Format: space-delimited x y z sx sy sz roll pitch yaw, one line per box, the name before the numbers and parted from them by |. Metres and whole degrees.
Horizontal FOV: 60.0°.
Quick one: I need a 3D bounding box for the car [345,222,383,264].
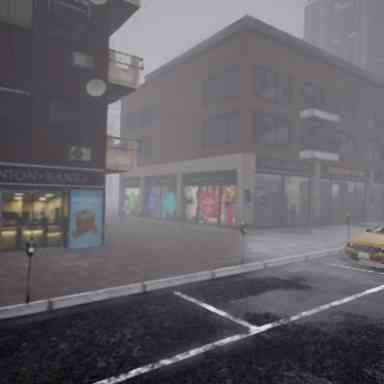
car | 6.943 1.522 11.027 4.829 1.417 1.752 0 2 -35
